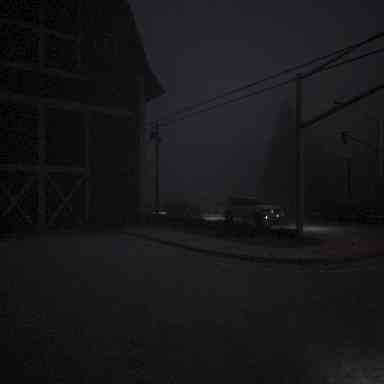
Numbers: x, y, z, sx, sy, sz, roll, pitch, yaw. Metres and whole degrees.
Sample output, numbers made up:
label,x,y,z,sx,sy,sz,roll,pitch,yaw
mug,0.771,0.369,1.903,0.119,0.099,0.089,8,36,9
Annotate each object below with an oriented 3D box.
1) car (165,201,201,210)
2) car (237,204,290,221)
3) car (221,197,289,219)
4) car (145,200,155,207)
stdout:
label,x,y,z,sx,sy,sz,roll,pitch,yaw
car,-0.975,1.705,34.684,1.882,1.535,5.008,0,0,-35
car,6.440,1.797,30.412,1.895,1.301,4.718,0,0,-34
car,4.665,1.398,26.457,2.150,2.045,5.566,0,0,-34
car,-6.361,1.782,42.546,1.837,1.490,4.892,0,0,-34
